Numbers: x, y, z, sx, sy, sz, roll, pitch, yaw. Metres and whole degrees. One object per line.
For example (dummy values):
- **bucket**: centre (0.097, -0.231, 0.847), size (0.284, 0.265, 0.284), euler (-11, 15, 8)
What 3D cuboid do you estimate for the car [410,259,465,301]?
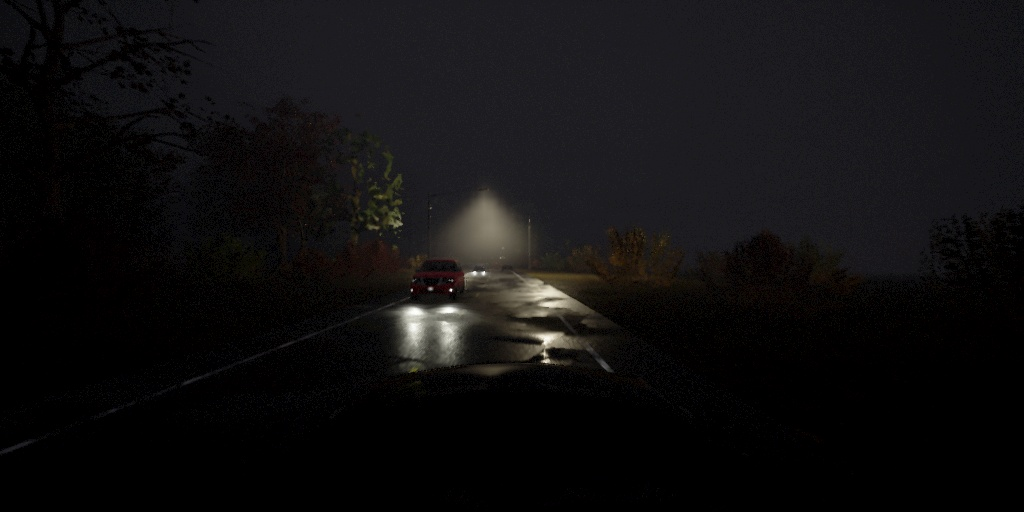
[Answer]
- **car**: centre (-3.783, 1.166, 19.203), size (2.150, 2.045, 5.566), euler (0, -1, -1)

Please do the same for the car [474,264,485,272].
- **car**: centre (-5.455, 1.951, 60.582), size (1.895, 1.301, 4.718), euler (0, -1, -3)

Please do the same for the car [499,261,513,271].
- **car**: centre (-0.874, 1.850, 63.581), size (1.882, 1.535, 5.008), euler (0, -1, -4)
